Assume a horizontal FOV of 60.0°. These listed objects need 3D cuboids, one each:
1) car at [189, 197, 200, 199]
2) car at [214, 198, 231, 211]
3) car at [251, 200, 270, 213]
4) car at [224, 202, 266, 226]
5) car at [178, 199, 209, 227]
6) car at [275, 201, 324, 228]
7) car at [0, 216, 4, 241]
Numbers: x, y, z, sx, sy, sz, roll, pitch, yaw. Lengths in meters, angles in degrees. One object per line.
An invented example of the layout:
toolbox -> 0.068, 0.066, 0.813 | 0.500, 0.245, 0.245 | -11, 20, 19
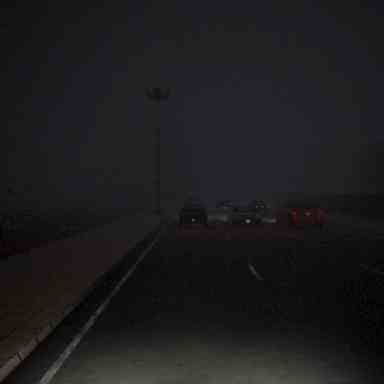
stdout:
car -> 0.273, 1.368, 39.800 | 2.097, 1.767, 4.553 | 0, 0, 1
car -> 3.778, 1.508, 40.143 | 2.128, 1.511, 4.902 | 0, 0, 1
car -> 7.230, 1.562, 36.481 | 2.033, 1.411, 5.357 | 0, 0, 1
car -> 3.622, 1.611, 23.559 | 1.895, 1.301, 4.718 | 0, 0, 1
car -> 0.106, 1.502, 22.591 | 2.128, 1.511, 4.902 | 0, 0, 1
car -> 7.102, 1.362, 22.453 | 2.097, 1.767, 4.553 | 0, 0, 1
car -> -8.021, 1.227, 9.952 | 2.150, 2.045, 5.566 | 0, 0, 1
